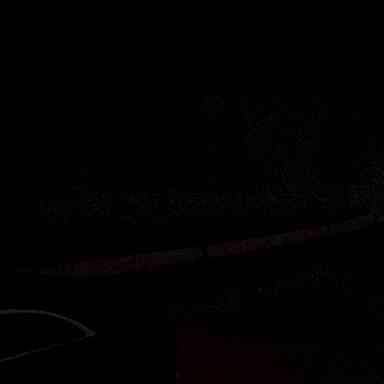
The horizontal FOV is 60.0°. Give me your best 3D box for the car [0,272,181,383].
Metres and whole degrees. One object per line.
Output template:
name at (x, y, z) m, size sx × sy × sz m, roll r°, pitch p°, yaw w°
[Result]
car at (-2.392, 1.496, 2.423) m, size 4.902 × 1.511 × 2.128 m, roll 0°, pitch 0°, yaw -37°
